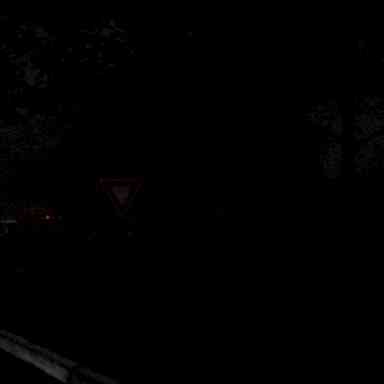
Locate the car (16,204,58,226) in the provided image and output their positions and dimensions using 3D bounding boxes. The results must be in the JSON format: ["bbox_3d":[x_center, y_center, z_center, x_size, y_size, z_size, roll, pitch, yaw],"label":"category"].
[{"bbox_3d":[-12.037,1.690,25.797,1.882,1.535,5.008,0,-1,-41],"label":"car"}]
